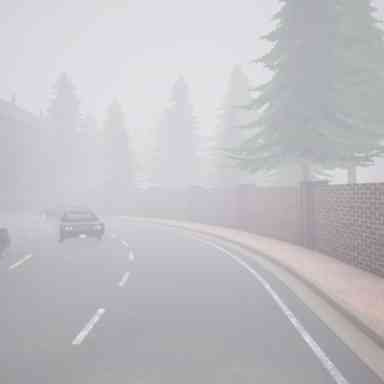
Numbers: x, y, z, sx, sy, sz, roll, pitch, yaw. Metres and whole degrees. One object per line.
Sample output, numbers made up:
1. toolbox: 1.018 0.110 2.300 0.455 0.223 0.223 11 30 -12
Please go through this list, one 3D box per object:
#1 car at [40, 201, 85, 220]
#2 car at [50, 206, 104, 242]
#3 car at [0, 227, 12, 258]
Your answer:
1. car: -9.908 1.498 25.939 4.892 1.490 1.837 1 0 35
2. car: -5.706 1.595 16.419 1.895 1.301 4.718 0 0 -26
3. car: -7.072 1.544 9.419 2.033 1.411 5.357 0 0 -5
